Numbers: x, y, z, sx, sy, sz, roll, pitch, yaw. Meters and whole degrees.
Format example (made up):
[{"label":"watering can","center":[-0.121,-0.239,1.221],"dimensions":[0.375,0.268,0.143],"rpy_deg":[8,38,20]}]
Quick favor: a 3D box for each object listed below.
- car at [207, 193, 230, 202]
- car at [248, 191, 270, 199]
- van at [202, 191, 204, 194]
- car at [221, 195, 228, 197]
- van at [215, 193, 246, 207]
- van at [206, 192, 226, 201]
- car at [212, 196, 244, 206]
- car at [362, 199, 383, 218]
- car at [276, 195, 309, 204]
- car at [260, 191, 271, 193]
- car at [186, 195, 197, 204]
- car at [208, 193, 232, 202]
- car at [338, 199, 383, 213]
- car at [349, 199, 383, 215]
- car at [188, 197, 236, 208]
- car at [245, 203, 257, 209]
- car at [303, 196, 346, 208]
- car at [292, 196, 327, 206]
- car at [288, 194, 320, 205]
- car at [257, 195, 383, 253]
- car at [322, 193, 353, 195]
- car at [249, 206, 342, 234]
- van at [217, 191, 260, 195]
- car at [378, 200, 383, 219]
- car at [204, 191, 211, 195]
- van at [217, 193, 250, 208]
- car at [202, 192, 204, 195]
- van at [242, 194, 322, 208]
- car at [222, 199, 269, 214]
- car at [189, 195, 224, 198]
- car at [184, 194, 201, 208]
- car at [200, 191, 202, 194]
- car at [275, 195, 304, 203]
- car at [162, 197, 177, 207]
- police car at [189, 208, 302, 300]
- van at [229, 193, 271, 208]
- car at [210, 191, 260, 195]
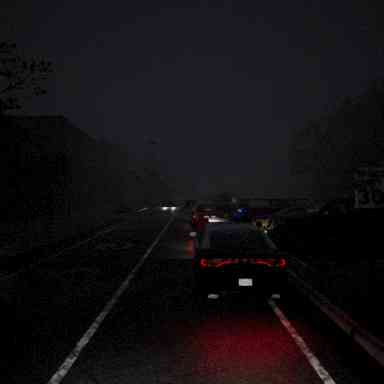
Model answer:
[{"label":"car","center":[5.546,1.135,69.287],"dimensions":[4.553,1.767,2.185],"rpy_deg":[0,0,0]},{"label":"car","center":[18.570,0.848,91.969],"dimensions":[5.566,2.045,2.435],"rpy_deg":[0,0,0]},{"label":"van","center":[5.417,0.914,86.105],"dimensions":[4.442,1.987,1.878],"rpy_deg":[0,0,0]},{"label":"car","center":[5.663,1.475,38.449],"dimensions":[4.892,1.521,2.231],"rpy_deg":[0,0,0]},{"label":"van","center":[5.744,1.175,49.664],"dimensions":[4.442,1.987,1.878],"rpy_deg":[0,0,0]},{"label":"van","center":[5.446,0.994,74.892],"dimensions":[4.442,1.987,1.878],"rpy_deg":[0,0,0]},{"label":"car","center":[5.614,1.382,52.468],"dimensions":[4.892,1.521,2.231],"rpy_deg":[0,0,0]},{"label":"car","center":[18.940,1.497,30.774],"dimensions":[5.366,1.575,1.946],"rpy_deg":[0,0,0]},{"label":"car","center":[18.492,1.316,61.309],"dimensions":[5.366,1.575,1.946],"rpy_deg":[0,0,0]},{"label":"car","center":[18.577,0.867,89.307],"dimensions":[5.566,2.045,2.435],"rpy_deg":[0,0,0]},{"label":"car","center":[-0.070,1.359,59.152],"dimensions":[1.837,1.490,4.892],"rpy_deg":[0,0,0]},{"label":"car","center":[5.553,1.155,66.483],"dimensions":[4.553,1.767,2.185],"rpy_deg":[0,0,0]},{"label":"car","center":[18.770,1.515,36.328],"dimensions":[4.792,1.488,2.163],"rpy_deg":[0,0,0]},{"label":"car","center":[18.719,1.527,33.545],"dimensions":[4.792,1.488,2.163],"rpy_deg":[0,0,0]},{"label":"car","center":[0.953,1.357,18.485],"dimensions":[2.097,1.767,4.553],"rpy_deg":[0,0,0]},{"label":"car","center":[5.528,1.493,16.016],"dimensions":[5.366,1.575,1.946],"rpy_deg":[0,0,0]},{"label":"car","center":[18.899,1.415,47.431],"dimensions":[5.366,1.575,1.946],"rpy_deg":[0,0,0]},{"label":"car","center":[18.670,1.408,52.982],"dimensions":[4.792,1.488,2.163],"rpy_deg":[0,0,0]},{"label":"car","center":[18.723,1.233,55.759],"dimensions":[4.553,1.767,2.185],"rpy_deg":[0,0,0]},{"label":"car","center":[5.693,1.243,13.213],"dimensions":[5.566,2.045,2.435],"rpy_deg":[0,0,0]},{"label":"car","center":[18.706,1.221,39.102],"dimensions":[5.566,2.045,2.435],"rpy_deg":[0,0,0]},{"label":"car","center":[5.709,1.539,18.820],"dimensions":[4.674,1.452,2.002],"rpy_deg":[0,0,0]},{"label":"van","center":[5.766,1.235,41.256],"dimensions":[4.442,1.987,1.878],"rpy_deg":[0,0,0]},{"label":"car","center":[18.757,1.503,27.996],"dimensions":[5.008,1.535,2.097],"rpy_deg":[0,0,0]},{"label":"car","center":[5.570,1.069,60.876],"dimensions":[5.566,2.045,2.435],"rpy_deg":[0,0,0]},{"label":"van","center":[5.751,1.195,46.860],"dimensions":[4.442,1.987,1.878],"rpy_deg":[0,0,0]},{"label":"car","center":[5.550,1.200,77.697],"dimensions":[5.008,1.535,2.097],"rpy_deg":[0,0,0]},{"label":"van","center":[5.816,1.275,21.623],"dimensions":[4.442,1.987,1.878],"rpy_deg":[0,0,0]},{"label":"car","center":[5.661,1.527,35.646],"dimensions":[4.674,1.452,2.002],"rpy_deg":[0,0,0]},{"label":"car","center":[0.947,1.350,24.493],"dimensions":[2.097,1.767,4.553],"rpy_deg":[0,0,0]},{"label":"car","center":[-0.037,1.408,45.969],"dimensions":[1.882,1.535,5.008],"rpy_deg":[0,0,0]},{"label":"car","center":[5.705,1.097,91.713],"dimensions":[5.366,1.575,1.946],"rpy_deg":[0,0,0]},{"label":"car","center":[18.676,1.300,64.086],"dimensions":[4.892,1.521,2.231],"rpy_deg":[0,0,0]},{"label":"car","center":[-3.307,1.479,48.854],"dimensions":[1.994,1.385,4.181],"rpy_deg":[0,0,0]},{"label":"police car","center":[0.966,1.432,8.613],"dimensions":[1.930,1.638,5.238],"rpy_deg":[0,0,0]},{"label":"van","center":[5.568,1.277,27.233],"dimensions":[4.442,1.987,1.878],"rpy_deg":[0,0,0]},{"label":"car","center":[5.614,1.190,44.056],"dimensions":[5.566,2.045,2.435],"rpy_deg":[0,0,0]}]
